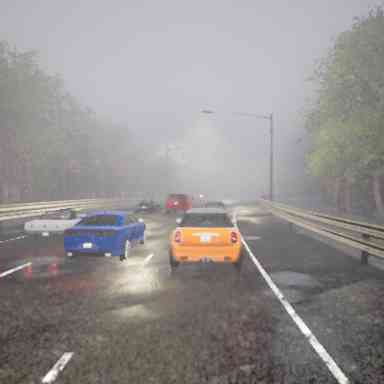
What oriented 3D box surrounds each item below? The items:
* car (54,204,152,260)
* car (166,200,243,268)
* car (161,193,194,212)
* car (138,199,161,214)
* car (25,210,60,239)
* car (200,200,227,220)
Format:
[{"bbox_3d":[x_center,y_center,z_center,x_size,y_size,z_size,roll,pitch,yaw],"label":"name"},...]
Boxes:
[{"bbox_3d":[-2.974,1.429,12.365,1.882,1.535,5.008,0,0,3],"label":"car"},{"bbox_3d":[0.486,1.315,11.309,2.097,1.767,4.553,0,0,3],"label":"car"},{"bbox_3d":[-1.081,1.105,32.374,2.150,2.045,5.566,0,0,8],"label":"car"},{"bbox_3d":[-4.371,1.425,34.012,1.994,1.385,4.181,0,0,8],"label":"car"},{"bbox_3d":[-6.218,1.526,16.696,1.895,1.301,4.718,0,0,4],"label":"car"},{"bbox_3d":[1.926,1.459,28.413,2.033,1.411,5.357,0,0,7],"label":"car"}]
